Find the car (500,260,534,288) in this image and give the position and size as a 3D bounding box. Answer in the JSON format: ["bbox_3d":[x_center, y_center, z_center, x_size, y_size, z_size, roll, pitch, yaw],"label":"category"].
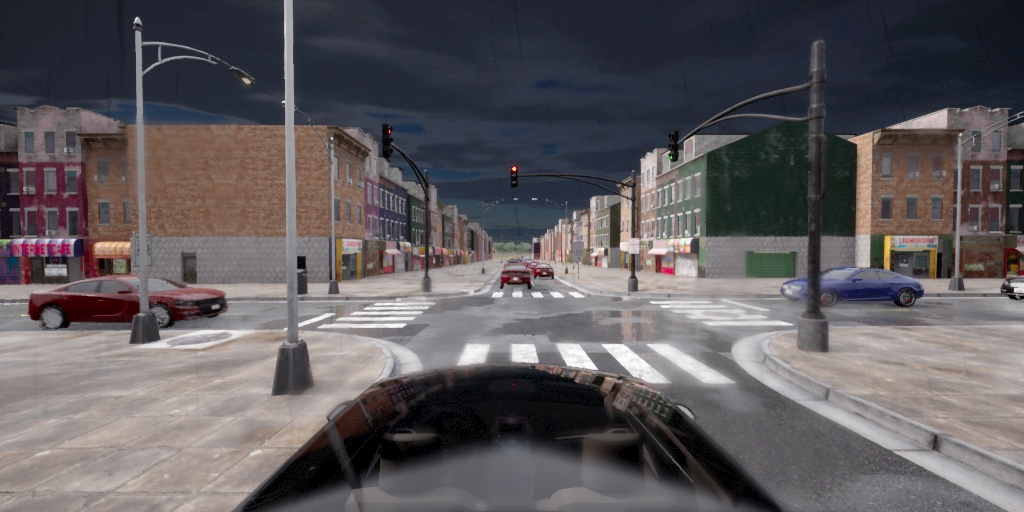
[{"bbox_3d":[0.217,1.224,23.655,1.882,1.535,5.008,0,0,0],"label":"car"}]

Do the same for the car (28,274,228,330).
[{"bbox_3d":[-11.776,1.335,11.215,5.008,1.535,1.882,0,1,0],"label":"car"}]

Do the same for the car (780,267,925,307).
[{"bbox_3d":[13.298,1.160,14.130,4.674,1.442,1.812,0,1,1],"label":"car"}]

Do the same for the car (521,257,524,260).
[{"bbox_3d":[2.748,1.187,59.343,1.967,1.591,4.097,0,0,0],"label":"car"}]

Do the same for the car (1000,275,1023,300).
[{"bbox_3d":[22.459,1.087,14.088,4.902,1.511,2.128,0,1,0],"label":"car"}]

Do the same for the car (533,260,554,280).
[{"bbox_3d":[2.695,1.292,31.681,1.888,1.381,4.507,0,0,0],"label":"car"}]

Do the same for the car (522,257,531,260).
[{"bbox_3d":[2.737,1.292,53.811,1.888,1.381,4.507,0,0,0],"label":"car"}]

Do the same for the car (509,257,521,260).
[{"bbox_3d":[0.106,1.252,56.428,1.837,1.490,4.892,0,0,0],"label":"car"}]
